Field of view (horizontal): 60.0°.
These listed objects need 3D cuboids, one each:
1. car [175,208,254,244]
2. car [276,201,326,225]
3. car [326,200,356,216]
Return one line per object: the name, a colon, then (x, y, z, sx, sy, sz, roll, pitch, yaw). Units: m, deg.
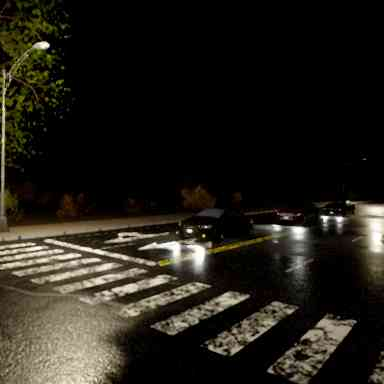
car: (1.151, 1.435, 15.317, 1.994, 1.385, 4.181, 1, 1, 39)
car: (7.529, 1.406, 23.295, 1.812, 1.442, 4.674, 1, 1, 38)
car: (13.946, 1.436, 31.315, 2.033, 1.411, 5.357, 1, 1, 39)
